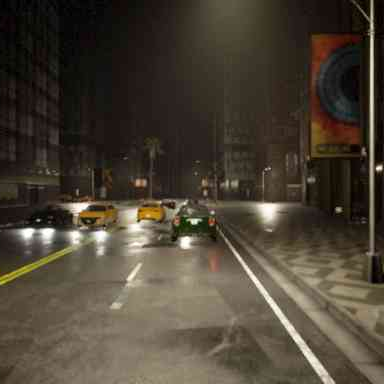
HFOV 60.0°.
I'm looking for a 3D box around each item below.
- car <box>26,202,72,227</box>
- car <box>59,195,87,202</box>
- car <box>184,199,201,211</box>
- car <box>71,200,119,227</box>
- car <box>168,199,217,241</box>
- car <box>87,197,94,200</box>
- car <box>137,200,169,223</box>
[{"bbox_3d":[-9.747,1.630,23.120,1.994,1.385,4.181,0,0,0],"label":"car"},{"bbox_3d":[-24.922,1.739,69.504,4.313,1.339,1.947,0,0,-1],"label":"car"},{"bbox_3d":[0.108,1.664,42.924,2.033,1.411,5.357,0,0,0],"label":"car"},{"bbox_3d":[-6.496,1.575,23.337,1.882,1.535,5.008,0,0,0],"label":"car"},{"bbox_3d":[0.104,1.397,17.010,2.097,1.767,4.553,0,0,0],"label":"car"},{"bbox_3d":[-25.051,1.748,78.028,4.206,1.307,1.802,0,0,-1],"label":"car"},{"bbox_3d":[-3.146,1.548,26.412,1.882,1.535,5.008,0,0,0],"label":"car"}]
